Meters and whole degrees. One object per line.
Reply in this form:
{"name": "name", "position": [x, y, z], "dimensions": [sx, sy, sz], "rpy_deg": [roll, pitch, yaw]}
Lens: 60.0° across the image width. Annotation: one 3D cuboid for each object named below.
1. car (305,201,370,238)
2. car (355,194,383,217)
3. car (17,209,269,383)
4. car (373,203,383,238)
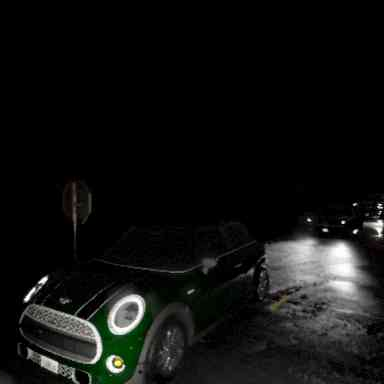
{"name": "car", "position": [7.167, 1.342, 16.399], "dimensions": [1.895, 1.301, 4.718], "rpy_deg": [1, 1, 36]}
{"name": "car", "position": [13.588, 0.966, 25.154], "dimensions": [2.097, 1.767, 4.553], "rpy_deg": [1, 1, 36]}
{"name": "car", "position": [-0.364, 1.248, 5.516], "dimensions": [2.097, 1.767, 4.553], "rpy_deg": [1, 1, 32]}
{"name": "car", "position": [9.911, 1.335, 15.145], "dimensions": [2.033, 1.411, 5.357], "rpy_deg": [1, 1, 36]}
